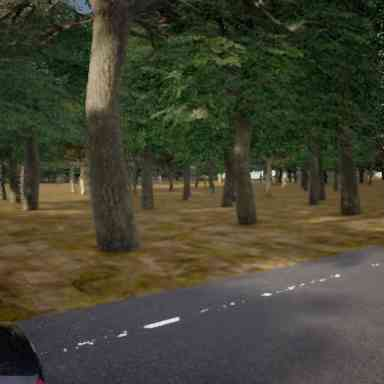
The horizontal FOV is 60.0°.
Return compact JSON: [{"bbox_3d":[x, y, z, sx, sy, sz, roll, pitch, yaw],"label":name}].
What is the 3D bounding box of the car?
[{"bbox_3d":[-3.046,1.571,1.818,4.181,1.385,1.994,0,0,-35],"label":"car"}]
